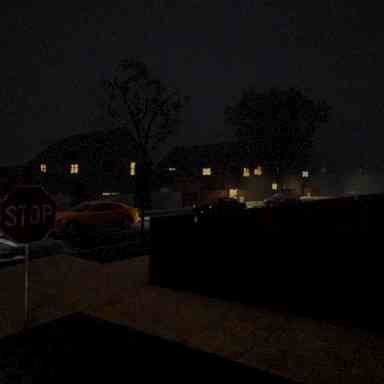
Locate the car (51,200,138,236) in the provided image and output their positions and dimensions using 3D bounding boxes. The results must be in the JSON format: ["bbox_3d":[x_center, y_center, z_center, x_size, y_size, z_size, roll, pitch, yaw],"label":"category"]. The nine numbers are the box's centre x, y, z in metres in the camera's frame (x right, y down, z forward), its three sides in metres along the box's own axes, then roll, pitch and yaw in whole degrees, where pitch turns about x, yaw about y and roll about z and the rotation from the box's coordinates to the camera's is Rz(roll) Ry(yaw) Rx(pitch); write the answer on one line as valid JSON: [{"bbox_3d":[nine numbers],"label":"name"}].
[{"bbox_3d":[-5.020,1.194,16.890,1.882,1.535,5.008,1,2,40],"label":"car"}]

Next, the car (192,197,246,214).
[{"bbox_3d":[2.126,1.077,25.265,1.895,1.301,4.718,1,2,41],"label":"car"}]

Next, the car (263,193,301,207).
[{"bbox_3d":[9.167,0.786,33.500,2.033,1.411,5.357,1,2,41],"label":"car"}]
